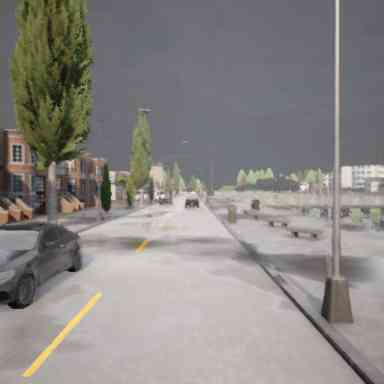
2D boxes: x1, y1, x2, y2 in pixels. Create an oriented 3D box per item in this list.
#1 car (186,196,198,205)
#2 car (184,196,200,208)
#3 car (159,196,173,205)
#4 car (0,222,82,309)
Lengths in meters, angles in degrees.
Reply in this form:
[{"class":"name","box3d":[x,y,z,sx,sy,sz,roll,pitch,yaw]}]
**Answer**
[{"class":"car","box3d":[0.023,1.350,54.320,1.994,1.385,4.181,0,0,0]},{"class":"car","box3d":[0.019,1.305,43.893,1.882,1.535,5.008,0,0,0]},{"class":"car","box3d":[-3.998,1.361,51.689,1.994,1.385,4.181,0,0,1]},{"class":"car","box3d":[-4.064,1.494,7.938,1.812,1.442,4.674,0,0,0]}]
